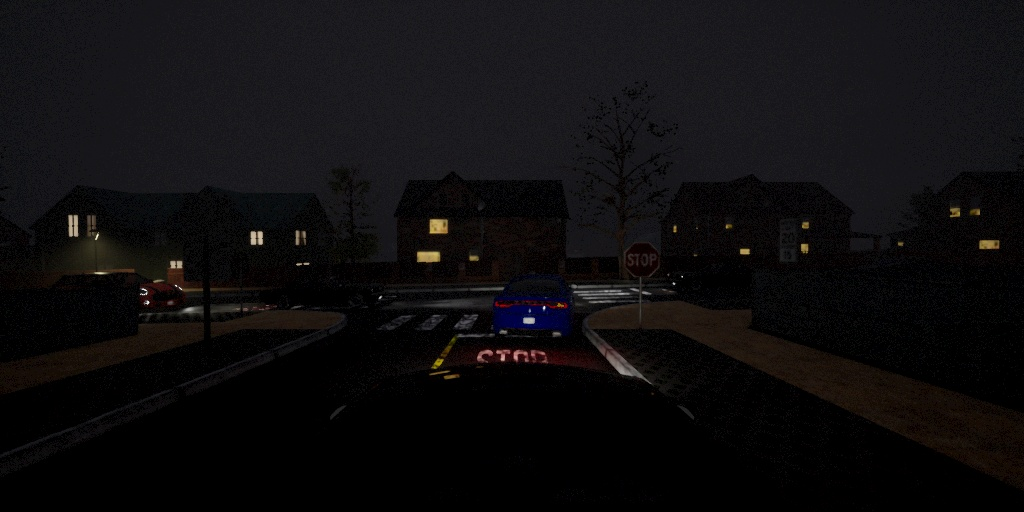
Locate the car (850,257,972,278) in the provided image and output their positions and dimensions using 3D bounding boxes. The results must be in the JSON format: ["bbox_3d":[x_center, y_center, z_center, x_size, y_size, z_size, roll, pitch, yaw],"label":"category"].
[{"bbox_3d":[20.047,0.753,18.257,5.357,1.411,2.033,-1,1,0],"label":"car"}]

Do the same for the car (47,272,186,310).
[{"bbox_3d":[-16.806,1.472,15.266,4.553,1.767,2.097,-1,1,0],"label":"car"}]

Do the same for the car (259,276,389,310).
[{"bbox_3d":[-7.819,1.506,15.278,4.718,1.301,1.895,-1,1,0],"label":"car"}]

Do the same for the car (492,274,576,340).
[{"bbox_3d":[0.782,1.226,10.075,1.882,1.535,5.008,0,0,10],"label":"car"}]

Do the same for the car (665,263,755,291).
[{"bbox_3d":[10.402,1.034,18.216,4.718,1.301,1.895,-1,1,-1],"label":"car"}]
